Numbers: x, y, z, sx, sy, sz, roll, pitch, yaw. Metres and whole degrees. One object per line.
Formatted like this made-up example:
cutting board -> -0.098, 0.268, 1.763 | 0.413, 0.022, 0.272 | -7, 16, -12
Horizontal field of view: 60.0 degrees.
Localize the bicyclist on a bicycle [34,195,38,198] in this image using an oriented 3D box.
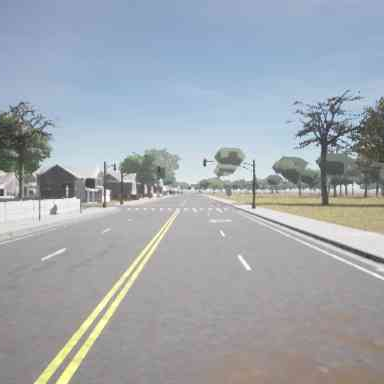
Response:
bicyclist on a bicycle -> -24.639, 1.312, 52.557 | 0.582, 1.620, 1.656 | 0, 0, 0
